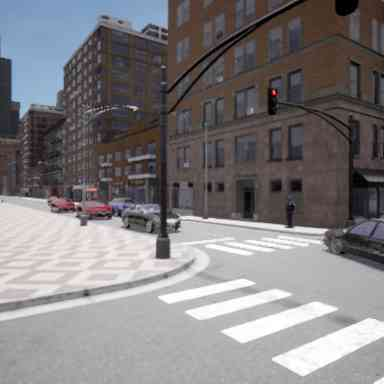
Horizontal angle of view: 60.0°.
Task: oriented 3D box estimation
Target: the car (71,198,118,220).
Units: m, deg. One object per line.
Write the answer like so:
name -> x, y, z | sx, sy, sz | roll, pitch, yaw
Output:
car -> -8.325, 1.454, 28.119 | 1.882, 1.535, 5.008 | 0, 0, -35

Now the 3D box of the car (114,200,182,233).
car -> -2.484, 1.467, 19.640 | 2.128, 1.511, 4.902 | 0, 0, -36

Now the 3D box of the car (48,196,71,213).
car -> -14.200, 1.452, 36.645 | 1.882, 1.535, 5.008 | 0, 0, -34

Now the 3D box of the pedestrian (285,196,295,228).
pedestrian -> 5.573, 1.122, 18.961 | 0.375, 1.860, 0.375 | 0, 0, -35

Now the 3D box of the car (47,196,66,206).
car -> -21.637, 1.419, 53.002 | 1.882, 1.535, 5.008 | 0, 0, -34

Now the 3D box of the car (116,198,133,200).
car -> -6.796, 1.331, 31.536 | 2.097, 1.767, 4.553 | 0, 0, -34

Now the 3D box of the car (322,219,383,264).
car -> 6.156, 1.524, 10.222 | 2.033, 1.411, 5.357 | 0, 0, -8
